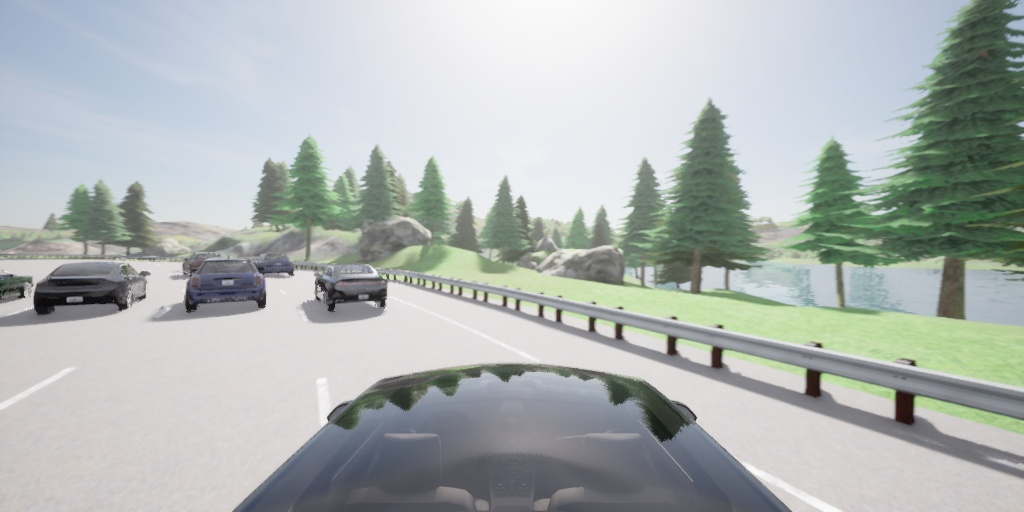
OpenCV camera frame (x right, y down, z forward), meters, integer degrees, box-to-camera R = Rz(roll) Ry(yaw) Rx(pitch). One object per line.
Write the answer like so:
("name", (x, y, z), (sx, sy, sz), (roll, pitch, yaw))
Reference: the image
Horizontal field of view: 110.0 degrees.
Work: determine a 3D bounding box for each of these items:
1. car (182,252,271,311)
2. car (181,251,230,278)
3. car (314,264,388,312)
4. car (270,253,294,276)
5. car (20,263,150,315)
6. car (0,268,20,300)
("car", (-10.325, 0.828, 13.134), (2.097, 1.767, 4.553), (0, 1, -37))
("car", (-22.179, 0.519, 25.902), (4.553, 1.767, 2.097), (1, 1, 42))
("car", (-5.988, 1.021, 13.146), (2.128, 1.511, 4.902), (0, 1, -35))
("car", (-18.065, 0.557, 26.886), (4.553, 1.767, 2.097), (1, 1, 44))
("car", (-13.884, 0.951, 12.088), (1.837, 1.490, 4.892), (0, 1, -38))
("car", (-18.081, 0.999, 11.840), (1.895, 1.301, 4.718), (0, 1, -39))
